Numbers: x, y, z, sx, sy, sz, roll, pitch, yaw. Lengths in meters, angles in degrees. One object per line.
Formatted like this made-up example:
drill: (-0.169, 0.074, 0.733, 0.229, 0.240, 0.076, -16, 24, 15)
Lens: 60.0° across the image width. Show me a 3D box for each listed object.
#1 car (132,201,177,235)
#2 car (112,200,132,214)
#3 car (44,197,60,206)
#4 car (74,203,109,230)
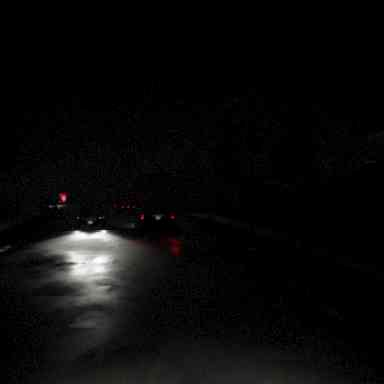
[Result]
car: (-2.200, 1.377, 19.325, 2.097, 1.767, 4.553, 0, 0, -12)
car: (-7.559, 1.598, 36.866, 2.033, 1.411, 5.357, 0, 0, -22)
car: (-24.824, 1.597, 58.955, 1.837, 1.490, 4.892, 0, 0, -38)
car: (-6.535, 1.524, 21.786, 2.128, 1.511, 4.902, 0, 0, -14)
